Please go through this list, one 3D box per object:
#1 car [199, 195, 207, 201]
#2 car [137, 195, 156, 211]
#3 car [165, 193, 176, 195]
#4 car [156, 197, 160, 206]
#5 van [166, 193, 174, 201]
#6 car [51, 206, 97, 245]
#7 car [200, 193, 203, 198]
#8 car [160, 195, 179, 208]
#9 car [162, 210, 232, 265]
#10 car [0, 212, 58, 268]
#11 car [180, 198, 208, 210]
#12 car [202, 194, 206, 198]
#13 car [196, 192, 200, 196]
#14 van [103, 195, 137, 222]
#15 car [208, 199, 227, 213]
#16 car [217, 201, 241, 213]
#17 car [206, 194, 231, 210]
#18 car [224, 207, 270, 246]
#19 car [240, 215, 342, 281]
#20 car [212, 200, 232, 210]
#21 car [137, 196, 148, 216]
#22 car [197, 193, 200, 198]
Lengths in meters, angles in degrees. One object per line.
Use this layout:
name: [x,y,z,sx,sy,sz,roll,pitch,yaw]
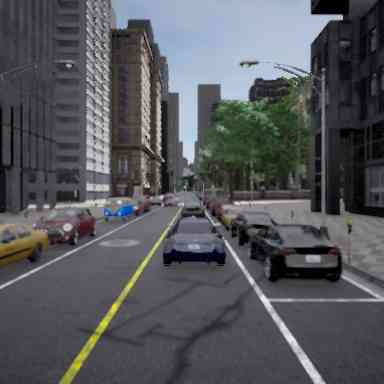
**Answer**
car: [2.819,1.495,85.538,1.802,1.307,4.206,0,0,0]
car: [-5.739,1.300,37.118,2.192,1.841,5.009,0,0,0]
car: [-5.709,1.240,80.142,2.192,1.841,5.009,0,0,0]
car: [-5.728,1.538,53.583,1.947,1.339,4.313,0,0,0]
van: [-5.706,1.254,85.562,1.690,1.788,3.998,0,0,0]
car: [-5.753,1.434,15.168,1.967,1.590,4.097,0,0,0]
car: [2.798,1.287,53.559,2.192,1.841,5.009,0,0,0]
car: [-3.044,1.542,47.982,1.994,1.385,4.181,0,0,0]
car: [0.080,1.559,11.641,1.994,1.385,4.181,0,0,0]
car: [-5.756,1.522,9.510,1.752,1.417,4.829,0,0,0]
car: [0.090,1.496,26.687,1.837,1.490,4.892,0,1,0]
car: [2.790,1.297,42.584,2.192,1.841,5.009,0,0,0]
car: [2.823,1.340,90.958,1.967,1.590,4.097,0,0,0]
van: [-5.746,1.331,26.143,1.690,1.788,3.998,0,0,0]
car: [2.787,1.510,37.268,1.752,1.417,4.829,0,0,0]
car: [2.776,1.517,20.808,1.752,1.417,4.829,0,0,0]
car: [2.783,1.302,31.611,2.192,1.841,5.009,0,0,0]
car: [2.772,1.560,15.151,1.947,1.339,4.313,0,0,0]
car: [2.769,1.562,9.665,1.947,1.339,4.313,0,0,0]
car: [2.779,1.571,26.125,1.802,1.307,4.206,0,0,0]
car: [-5.742,1.428,31.631,1.967,1.590,4.097,0,0,0]
car: [2.815,1.490,80.118,1.947,1.339,4.313,0,0,0]
